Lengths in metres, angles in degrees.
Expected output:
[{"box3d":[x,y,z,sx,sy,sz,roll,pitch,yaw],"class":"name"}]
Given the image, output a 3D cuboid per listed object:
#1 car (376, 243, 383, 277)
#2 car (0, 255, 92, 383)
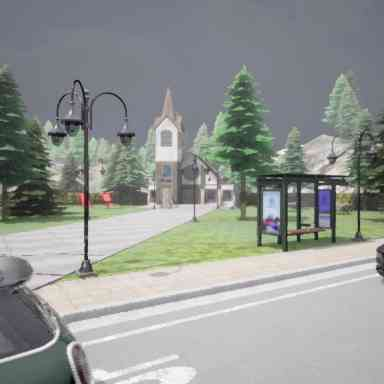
[{"box3d":[6.856,1.393,8.437,5.008,1.535,1.882,0,-6,-25],"class":"car"},{"box3d":[-2.939,1.351,1.883,4.553,1.767,2.097,0,0,-35],"class":"car"}]
